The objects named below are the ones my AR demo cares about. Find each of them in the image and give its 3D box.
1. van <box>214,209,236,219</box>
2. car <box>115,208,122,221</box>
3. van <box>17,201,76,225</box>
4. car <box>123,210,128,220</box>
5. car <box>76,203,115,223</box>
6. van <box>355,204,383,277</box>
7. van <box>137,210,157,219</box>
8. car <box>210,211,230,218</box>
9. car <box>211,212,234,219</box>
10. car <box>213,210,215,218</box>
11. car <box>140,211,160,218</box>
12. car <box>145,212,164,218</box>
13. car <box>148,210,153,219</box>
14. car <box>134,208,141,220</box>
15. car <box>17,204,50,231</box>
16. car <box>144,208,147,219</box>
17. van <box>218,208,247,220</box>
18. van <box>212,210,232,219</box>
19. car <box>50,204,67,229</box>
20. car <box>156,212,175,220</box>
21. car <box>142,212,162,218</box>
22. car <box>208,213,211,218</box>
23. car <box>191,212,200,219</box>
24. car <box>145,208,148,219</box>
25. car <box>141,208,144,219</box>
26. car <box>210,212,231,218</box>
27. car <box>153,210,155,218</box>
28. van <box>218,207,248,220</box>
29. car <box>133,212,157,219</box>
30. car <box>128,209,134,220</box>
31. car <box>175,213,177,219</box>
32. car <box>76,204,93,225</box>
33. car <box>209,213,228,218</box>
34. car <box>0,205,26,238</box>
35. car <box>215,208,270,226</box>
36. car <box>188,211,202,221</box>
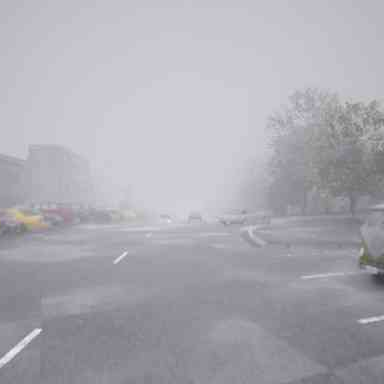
[{"bbox_3d":[7.200,4.795,72.071,4.442,1.987,1.878,2,-5,-19],"label":"van"},{"bbox_3d":[-11.026,2.602,37.267,5.366,1.575,1.946,1,-4,-19],"label":"car"},{"bbox_3d":[-11.423,1.688,25.469,4.442,1.987,1.878,0,-2,-20],"label":"van"},{"bbox_3d":[-11.157,3.032,43.046,4.792,1.488,2.163,1,-4,-19],"label":"car"},{"bbox_3d":[-11.210,2.155,34.302,5.566,2.045,2.435,0,-4,-19],"label":"car"},{"bbox_3d":[6.301,1.269,8.550,4.442,1.987,1.878,1,-1,-20],"label":"van"},{"bbox_3d":[-10.537,5.227,78.228,4.442,1.987,1.878,1,-5,-19],"label":"van"},{"bbox_3d":[7.266,5.951,86.695,4.553,1.767,2.185,2,-5,-19],"label":"car"},{"bbox_3d":[7.162,5.437,77.888,4.892,1.521,2.231,2,-5,-19],"label":"car"},{"bbox_3d":[6.966,4.433,63.199,4.674,1.452,2.002,2,-4,-19],"label":"car"},{"bbox_3d":[-10.593,5.751,84.023,4.553,1.767,2.185,1,-5,-19],"label":"car"},{"bbox_3d":[-10.449,6.521,92.802,4.892,1.521,2.231,1,-5,-19],"label":"car"},{"bbox_3d":[-10.875,4.160,63.545,5.566,2.045,2.435,1,-4,-19],"label":"car"},{"bbox_3d":[-11.185,3.597,51.773,5.366,1.575,1.946,1,-4,-19],"label":"car"},{"bbox_3d":[-11.525,1.684,19.588,5.366,1.575,1.946,0,-2,-20],"label":"car"},{"bbox_3d":[-10.920,4.005,57.687,4.892,1.521,2.231,1,-4,-19],"label":"car"},{"bbox_3d":[6.994,3.765,57.389,4.442,1.987,1.878,2,-4,-19],"label":"van"},{"bbox_3d":[7.319,5.429,80.884,4.442,1.987,1.878,2,-5,-19],"label":"van"},{"bbox_3d":[-11.340,1.792,22.578,4.892,1.521,2.231,0,-2,-20],"label":"car"},{"bbox_3d":[-4.547,4.161,58.259,1.895,1.301,4.718,0,-4,1],"label":"car"},{"bbox_3d":[-10.526,6.091,86.945,4.892,1.521,2.231,1,-5,-19],"label":"car"},{"bbox_3d":[6.954,5.215,74.888,5.366,1.575,1.946,2,-4,-19],"label":"car"},{"bbox_3d":[0.829,5.767,82.051,2.128,1.511,4.902,0,-4,1],"label":"car"},{"bbox_3d":[-10.922,4.081,60.621,4.553,1.767,2.185,1,-4,-19],"label":"car"},{"bbox_3d":[-10.936,3.832,54.766,4.792,1.488,2.163,1,-4,-19],"label":"car"},{"bbox_3d":[7.279,5.894,83.768,4.792,1.488,2.163,2,-5,-19],"label":"car"},{"bbox_3d":[-10.737,4.697,69.408,4.553,1.767,2.185,1,-4,-19],"label":"car"},{"bbox_3d":[6.735,3.554,54.367,4.442,1.987,1.878,2,-4,-19],"label":"van"},{"bbox_3d":[-10.677,5.240,75.243,5.008,1.535,2.097,1,-4,-19],"label":"car"},{"bbox_3d":[-11.267,3.198,45.926,5.366,1.575,1.946,1,-4,-19],"label":"car"},{"bbox_3d":[-4.286,5.208,73.832,1.994,1.385,4.181,0,-4,1],"label":"car"},{"bbox_3d":[-11.278,2.058,28.418,4.892,1.521,2.231,0,-2,-20],"label":"car"},{"bbox_3d":[7.400,6.540,92.579,4.792,1.488,2.163,2,-5,-19],"label":"car"},{"bbox_3d":[-11.375,1.604,16.732,4.892,1.521,2.231,0,-1,-20],"label":"car"},{"bbox_3d":[4.342,1.978,26.926,1.895,1.301,4.718,-5,-2,44],"label":"car"},{"bbox_3d":[0.421,3.244,45.629,2.033,1.411,5.357,0,-4,1],"label":"car"}]
